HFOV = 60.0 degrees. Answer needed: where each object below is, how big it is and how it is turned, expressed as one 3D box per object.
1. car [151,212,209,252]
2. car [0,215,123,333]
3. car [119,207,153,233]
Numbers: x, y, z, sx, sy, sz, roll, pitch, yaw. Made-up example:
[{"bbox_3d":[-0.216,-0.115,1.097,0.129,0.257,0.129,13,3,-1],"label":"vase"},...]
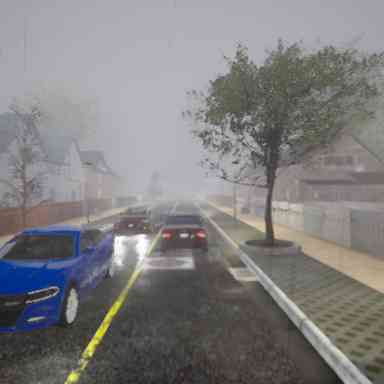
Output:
[{"bbox_3d":[-0.311,1.538,13.891,2.033,1.411,5.357,0,0,-1],"label":"car"},{"bbox_3d":[-2.986,1.493,7.207,1.882,1.535,5.008,0,0,-1],"label":"car"},{"bbox_3d":[-3.252,1.571,19.490,1.994,1.385,4.181,0,0,-1],"label":"car"}]
